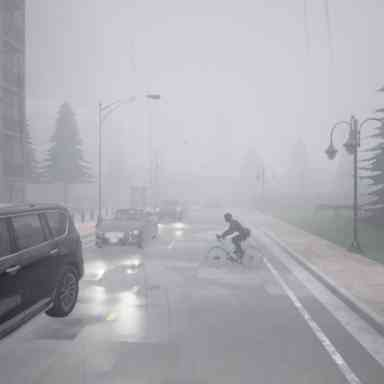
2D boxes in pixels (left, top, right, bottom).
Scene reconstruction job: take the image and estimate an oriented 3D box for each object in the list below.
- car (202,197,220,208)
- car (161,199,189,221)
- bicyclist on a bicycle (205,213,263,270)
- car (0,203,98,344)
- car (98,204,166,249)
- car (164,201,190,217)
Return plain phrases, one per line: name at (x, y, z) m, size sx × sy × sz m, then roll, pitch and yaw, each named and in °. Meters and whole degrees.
car at (2.667, 1.490, 46.574) m, size 2.128 × 1.511 × 4.902 m, roll 0°, pitch 0°, yaw -8°
car at (-1.695, 1.346, 27.005) m, size 2.097 × 1.767 × 4.553 m, roll 0°, pitch 0°, yaw 4°
bicyclist on a bicycle at (1.201, 1.438, 9.564) m, size 1.656 × 1.620 × 0.582 m, roll -1°, pitch 0°, yaw 4°
car at (-3.391, 1.221, 4.576) m, size 2.150 × 2.045 × 5.566 m, roll 0°, pitch 0°, yaw 4°
car at (-2.676, 1.489, 14.562) m, size 2.128 × 1.511 × 4.902 m, roll 0°, pitch 0°, yaw 4°
car at (-1.393, 1.597, 32.047) m, size 1.895 × 1.301 × 4.718 m, roll 0°, pitch 0°, yaw 5°
